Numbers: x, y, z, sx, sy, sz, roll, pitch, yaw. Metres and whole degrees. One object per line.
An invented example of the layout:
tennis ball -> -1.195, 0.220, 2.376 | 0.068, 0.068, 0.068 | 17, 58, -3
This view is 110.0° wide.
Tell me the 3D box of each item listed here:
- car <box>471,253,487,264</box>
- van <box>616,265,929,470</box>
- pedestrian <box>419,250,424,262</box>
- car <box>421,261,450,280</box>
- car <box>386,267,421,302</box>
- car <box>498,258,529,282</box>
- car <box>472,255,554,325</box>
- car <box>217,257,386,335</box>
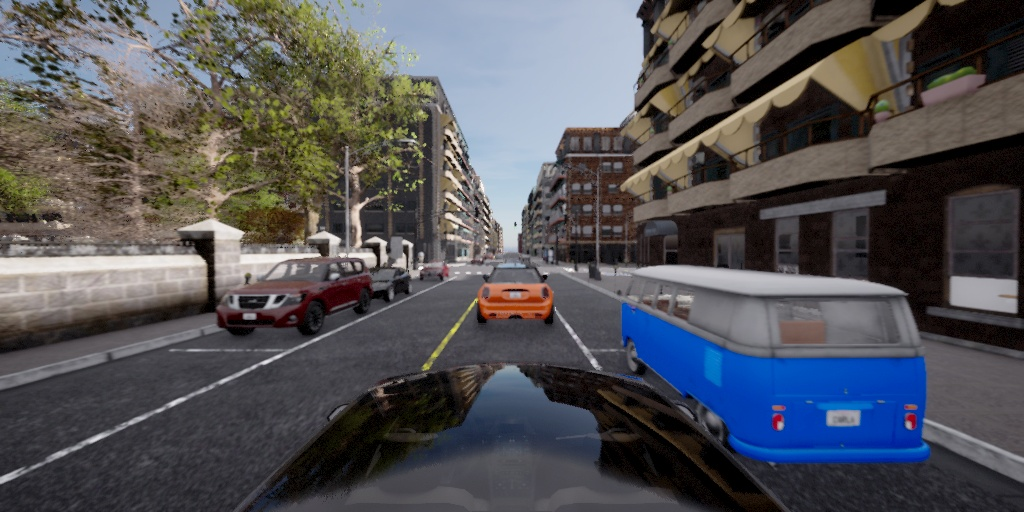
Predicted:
car -> -5.682, 0.535, 59.312 | 1.967, 1.591, 4.097 | 0, 0, 0
van -> 2.692, 1.056, 4.764 | 1.690, 1.789, 3.998 | 0, 0, 0
pedestrian -> -12.706, 0.101, 50.292 | 0.375, 1.860, 0.375 | 0, 0, -1
car -> -5.685, 1.044, 26.904 | 1.802, 1.307, 4.207 | 0, 0, 0
car -> -5.687, 1.154, 15.835 | 1.948, 1.339, 4.313 | 0, 0, 0
car -> 0.104, 0.959, 26.442 | 2.128, 1.511, 4.902 | 0, 1, 0
car -> 0.102, 0.994, 11.490 | 2.097, 1.767, 4.553 | 0, 1, 0
car -> -5.688, 0.966, 10.300 | 2.192, 1.841, 5.009 | 0, 0, 0
